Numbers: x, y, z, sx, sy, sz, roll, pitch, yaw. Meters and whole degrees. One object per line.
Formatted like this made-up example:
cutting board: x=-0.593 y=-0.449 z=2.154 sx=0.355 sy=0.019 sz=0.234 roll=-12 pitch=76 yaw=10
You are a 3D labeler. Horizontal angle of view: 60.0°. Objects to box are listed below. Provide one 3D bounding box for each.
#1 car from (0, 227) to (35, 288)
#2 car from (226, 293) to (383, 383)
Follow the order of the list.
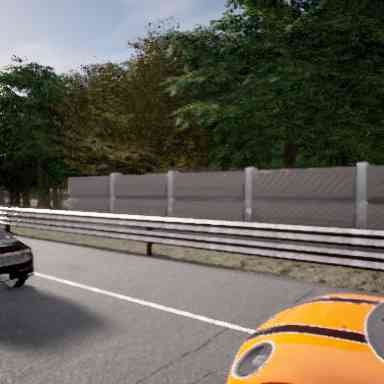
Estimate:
car: x=-5.710 y=1.466 z=7.939 sx=4.902 sy=1.511 sz=2.128 roll=0 pitch=0 yaw=35
car: x=2.473 y=1.353 z=2.229 sx=4.553 sy=1.767 sz=2.097 roll=0 pitch=0 yaw=36
